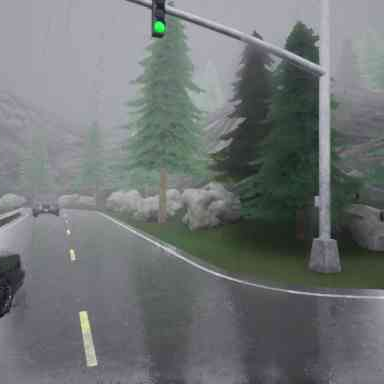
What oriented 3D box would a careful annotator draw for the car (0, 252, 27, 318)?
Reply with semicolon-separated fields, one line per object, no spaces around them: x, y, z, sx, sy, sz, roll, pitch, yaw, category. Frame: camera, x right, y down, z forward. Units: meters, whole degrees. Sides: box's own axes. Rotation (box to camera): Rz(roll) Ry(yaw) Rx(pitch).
-4.107;1.552;4.578;2.033;1.411;5.357;0;0;-6;car

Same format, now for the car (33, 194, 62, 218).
-13.636;1.259;31.457;2.150;2.045;5.566;0;0;-21;car
